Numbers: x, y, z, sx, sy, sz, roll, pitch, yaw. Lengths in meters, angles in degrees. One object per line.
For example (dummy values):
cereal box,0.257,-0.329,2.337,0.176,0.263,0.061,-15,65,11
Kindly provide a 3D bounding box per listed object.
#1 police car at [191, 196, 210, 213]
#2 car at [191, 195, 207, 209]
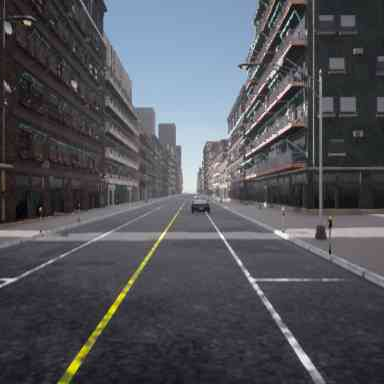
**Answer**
police car,0.900,1.428,35.796,1.930,1.638,5.238,0,0,0
car,0.896,1.356,45.654,2.097,1.767,4.553,0,0,0
